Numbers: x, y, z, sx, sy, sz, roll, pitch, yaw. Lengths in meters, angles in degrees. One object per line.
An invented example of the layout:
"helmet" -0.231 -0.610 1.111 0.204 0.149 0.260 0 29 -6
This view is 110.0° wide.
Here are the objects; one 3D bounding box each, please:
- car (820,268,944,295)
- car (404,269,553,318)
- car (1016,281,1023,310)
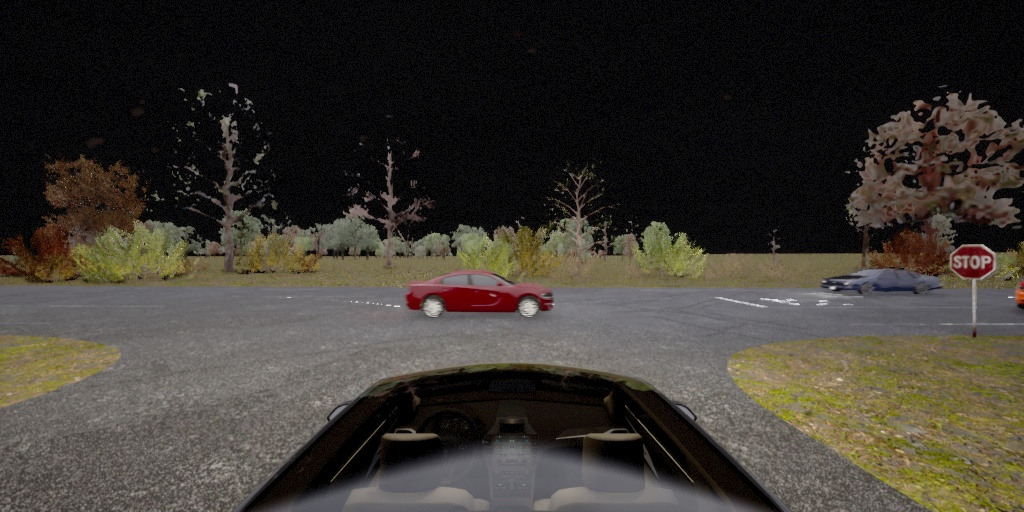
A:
"car" 20.255 1.369 19.722 5.357 1.411 2.033 0 0 -1
"car" -1.094 1.226 12.348 5.008 1.535 1.882 0 0 -1
"car" 21.244 1.188 12.724 4.553 1.767 2.097 0 0 -1
